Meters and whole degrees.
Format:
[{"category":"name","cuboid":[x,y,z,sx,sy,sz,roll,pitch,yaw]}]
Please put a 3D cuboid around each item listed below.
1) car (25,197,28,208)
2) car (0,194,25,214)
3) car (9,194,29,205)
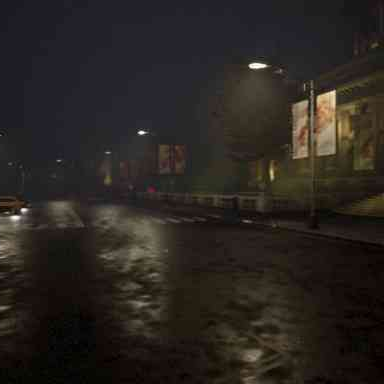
[{"category":"car","cuboid":[-20.358,1.109,38.980,1.837,1.490,4.892,-1,1,-22]},{"category":"car","cuboid":[-16.705,1.176,30.257,1.882,1.535,5.008,-1,1,-23]},{"category":"car","cuboid":[-25.183,1.057,48.427,2.033,1.411,5.357,-1,1,-33]}]
